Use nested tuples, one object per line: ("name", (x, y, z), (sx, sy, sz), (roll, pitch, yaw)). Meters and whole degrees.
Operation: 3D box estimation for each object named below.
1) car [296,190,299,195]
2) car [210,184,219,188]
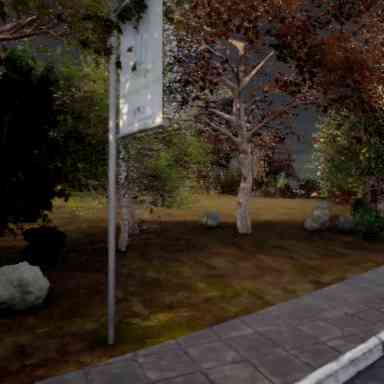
("car", (27.278, 0.233, 87.732), (2.097, 1.535, 5.008), (5, 1, 17))
("car", (6.131, -1.469, 94.264), (2.231, 1.521, 4.892), (5, 1, 17))
